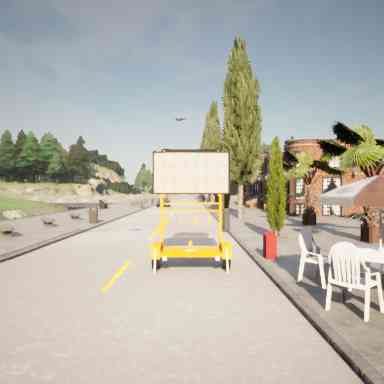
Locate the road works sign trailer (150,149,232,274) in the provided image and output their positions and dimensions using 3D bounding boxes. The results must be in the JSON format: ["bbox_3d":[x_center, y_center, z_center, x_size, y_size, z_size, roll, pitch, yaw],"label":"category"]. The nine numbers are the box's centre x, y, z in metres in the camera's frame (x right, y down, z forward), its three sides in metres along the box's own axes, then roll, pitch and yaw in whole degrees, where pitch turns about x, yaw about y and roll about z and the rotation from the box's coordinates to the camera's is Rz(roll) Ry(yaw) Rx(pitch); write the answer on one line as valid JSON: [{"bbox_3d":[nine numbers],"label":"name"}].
[{"bbox_3d":[-0.026,0.464,10.507,2.380,3.560,2.880,0,0,0],"label":"road works sign trailer"}]

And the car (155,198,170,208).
[{"bbox_3d":[-4.118,1.547,47.854,2.033,1.411,5.357,0,0,0],"label":"car"}]
